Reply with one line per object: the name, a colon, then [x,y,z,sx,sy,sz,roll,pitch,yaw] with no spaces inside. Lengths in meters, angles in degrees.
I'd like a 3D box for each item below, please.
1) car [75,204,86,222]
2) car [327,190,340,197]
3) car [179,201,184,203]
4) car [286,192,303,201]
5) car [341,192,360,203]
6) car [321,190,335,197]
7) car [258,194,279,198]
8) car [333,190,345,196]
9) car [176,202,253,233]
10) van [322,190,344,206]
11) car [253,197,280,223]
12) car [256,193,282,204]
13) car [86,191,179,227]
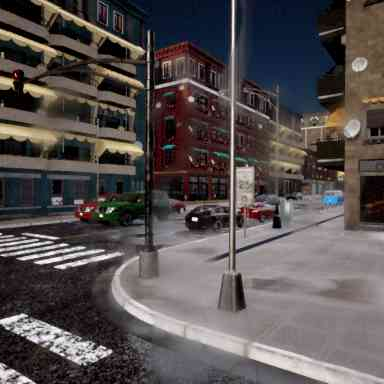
car: [-5.485,1.031,22.872,2.192,1.841,5.009,2,2,35]
car: [33.023,0.335,77.517,1.802,1.307,4.206,2,2,35]
car: [-2.278,1.180,27.431,1.887,1.381,4.507,2,2,35]
car: [16.977,0.719,54.751,1.947,1.339,4.313,2,2,35]
car: [23.804,0.763,49.890,1.887,1.381,4.507,2,2,35]
car: [29.814,0.378,72.964,1.887,1.381,4.507,2,2,35]
car: [8.431,0.988,38.130,2.033,1.411,5.357,1,1,35]
car: [36.232,0.255,82.071,1.802,1.307,4.206,2,2,35]
car: [1.340,1.348,18.019,1.947,1.339,4.313,2,2,35]
van: [17.388,0.721,40.781,1.690,1.788,3.998,2,2,35]
car: [4.549,1.283,22.572,1.802,1.307,4.206,2,2,35]
car: [10.559,0.880,45.644,1.947,1.339,4.313,2,2,35]
car: [-3.563,0.963,21.130,2.150,2.045,5.566,1,1,35]
